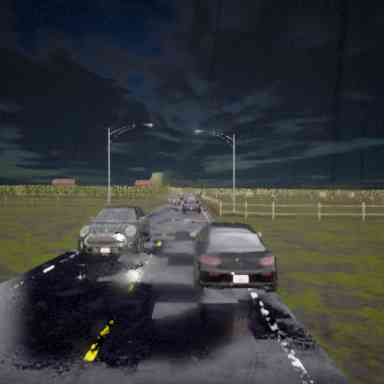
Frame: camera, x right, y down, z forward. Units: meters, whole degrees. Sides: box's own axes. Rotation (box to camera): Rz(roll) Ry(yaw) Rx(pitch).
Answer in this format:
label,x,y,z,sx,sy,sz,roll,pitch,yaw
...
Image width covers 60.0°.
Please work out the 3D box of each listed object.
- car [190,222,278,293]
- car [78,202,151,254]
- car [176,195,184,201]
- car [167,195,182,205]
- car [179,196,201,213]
label,x,y,z,sx,sy,sz,roll,pitch,yaw
car,0.938,1.517,8.736,1.812,1.442,4.674,0,0,0
car,-2.889,1.338,13.275,2.097,1.767,4.553,0,0,0
car,-3.003,1.484,82.625,1.895,1.301,4.718,0,0,0
car,-3.001,1.281,55.735,2.097,1.767,4.553,0,0,0
car,-0.039,1.449,35.805,2.128,1.511,4.902,0,0,0
